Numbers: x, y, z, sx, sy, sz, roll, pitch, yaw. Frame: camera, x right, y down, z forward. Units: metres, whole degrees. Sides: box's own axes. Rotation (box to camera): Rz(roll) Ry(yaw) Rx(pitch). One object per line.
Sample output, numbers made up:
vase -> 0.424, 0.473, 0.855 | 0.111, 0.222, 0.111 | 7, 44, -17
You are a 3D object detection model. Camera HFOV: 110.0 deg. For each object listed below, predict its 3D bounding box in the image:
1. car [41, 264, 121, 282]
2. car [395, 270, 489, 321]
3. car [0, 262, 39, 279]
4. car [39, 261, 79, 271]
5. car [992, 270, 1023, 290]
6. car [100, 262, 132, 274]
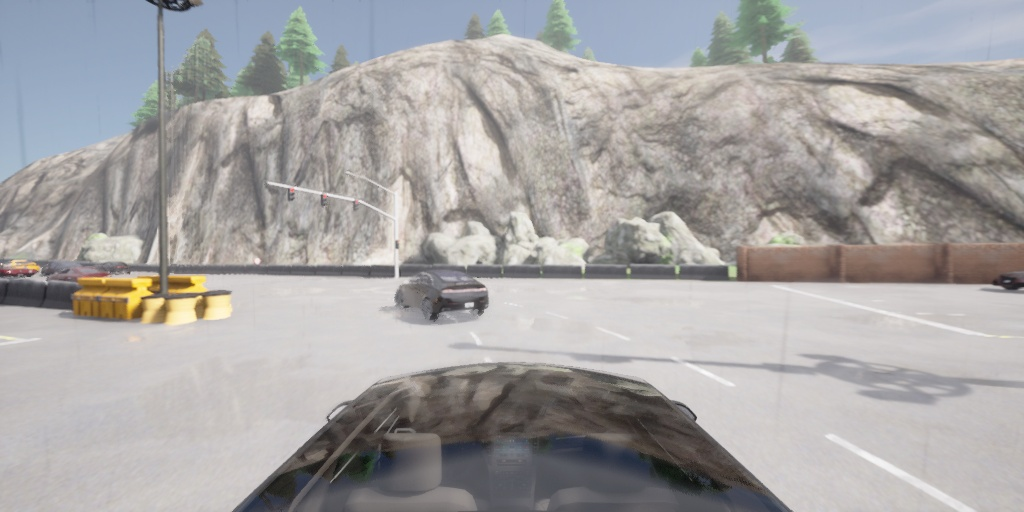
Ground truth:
car -> -29.277, 1.478, 24.337 | 4.674, 1.442, 1.812 | 0, 0, 19
car -> -2.613, 1.247, 12.640 | 2.128, 1.511, 4.902 | 0, 0, -34
car -> -48.982, 1.514, 34.937 | 4.718, 1.301, 1.895 | 0, 0, 20
car -> -47.395, 1.444, 38.087 | 5.357, 1.411, 2.033 | 0, 0, 20
car -> 25.457, 1.002, 16.424 | 4.181, 1.385, 1.994 | -1, 0, 19
car -> -46.224, 1.383, 41.385 | 4.892, 1.490, 1.837 | 0, 0, 20
